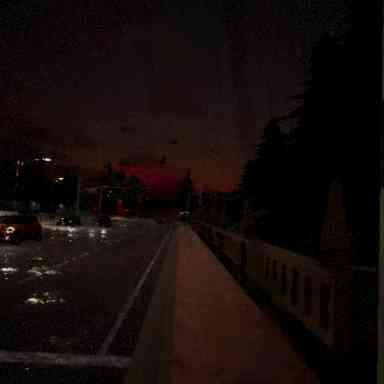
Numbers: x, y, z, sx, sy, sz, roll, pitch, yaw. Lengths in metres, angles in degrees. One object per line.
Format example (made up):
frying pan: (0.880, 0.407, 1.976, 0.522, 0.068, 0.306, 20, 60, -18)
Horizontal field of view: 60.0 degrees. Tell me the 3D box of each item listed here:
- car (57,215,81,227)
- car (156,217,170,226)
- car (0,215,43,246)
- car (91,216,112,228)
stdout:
car: (-15.064, 3.531, 41.066, 1.812, 1.442, 4.674, 3, -4, -1)
car: (-5.265, 5.611, 63.683, 1.837, 1.490, 4.892, 3, -3, -1)
car: (-10.812, 2.165, 20.082, 2.097, 1.767, 4.553, 3, -4, -2)
car: (-11.625, 3.837, 42.969, 1.837, 1.490, 4.892, 3, -4, -1)
